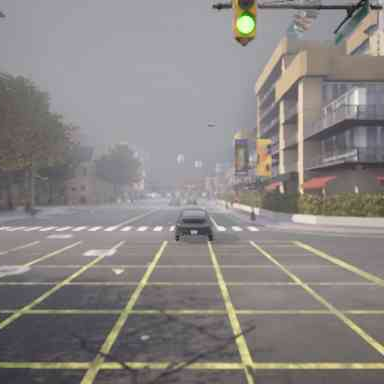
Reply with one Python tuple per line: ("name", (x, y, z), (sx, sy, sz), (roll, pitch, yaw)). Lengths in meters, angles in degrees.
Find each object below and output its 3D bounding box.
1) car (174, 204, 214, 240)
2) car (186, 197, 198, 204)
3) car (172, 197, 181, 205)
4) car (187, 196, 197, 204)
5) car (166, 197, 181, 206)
("car", (0.100, 1.623, 17.790), (1.837, 1.490, 4.892), (0, 0, 0))
("car", (-0.002, 1.782, 65.075), (2.097, 1.767, 4.553), (0, 0, 0))
("car", (-3.503, 1.993, 74.615), (1.837, 1.490, 4.892), (0, 0, 0))
("car", (-0.003, 1.798, 74.624), (2.097, 1.767, 4.553), (0, 0, 0))
("car", (-3.405, 1.971, 64.163), (2.033, 1.411, 5.357), (0, 0, 0))
